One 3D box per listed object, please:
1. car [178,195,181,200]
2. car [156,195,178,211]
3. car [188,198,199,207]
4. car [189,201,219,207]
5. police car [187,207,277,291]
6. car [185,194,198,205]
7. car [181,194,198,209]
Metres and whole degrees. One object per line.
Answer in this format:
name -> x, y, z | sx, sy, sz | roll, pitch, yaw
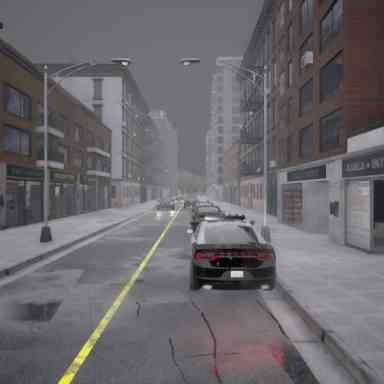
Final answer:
car -> -3.120, 1.415, 82.570 | 1.882, 1.535, 5.008 | 0, 0, 0
car -> -3.159, 1.333, 40.721 | 2.097, 1.767, 4.553 | 0, 0, 0
car -> 0.864, 1.471, 25.071 | 1.882, 1.535, 5.008 | 0, 0, 0
car -> 0.873, 1.501, 19.071 | 1.837, 1.490, 4.892 | 0, 0, 0
police car -> 0.888, 1.424, 9.181 | 1.930, 1.638, 5.238 | 0, 0, 0
car -> -0.086, 1.313, 59.548 | 2.097, 1.767, 4.553 | 0, 0, 0
car -> -0.054, 1.328, 45.961 | 2.097, 1.767, 4.553 | 0, 0, 0
